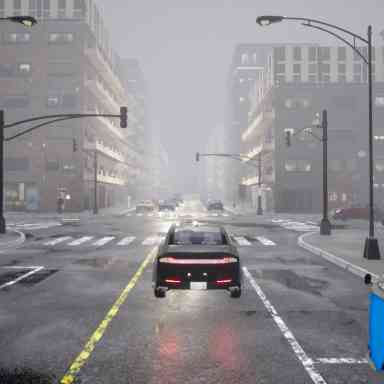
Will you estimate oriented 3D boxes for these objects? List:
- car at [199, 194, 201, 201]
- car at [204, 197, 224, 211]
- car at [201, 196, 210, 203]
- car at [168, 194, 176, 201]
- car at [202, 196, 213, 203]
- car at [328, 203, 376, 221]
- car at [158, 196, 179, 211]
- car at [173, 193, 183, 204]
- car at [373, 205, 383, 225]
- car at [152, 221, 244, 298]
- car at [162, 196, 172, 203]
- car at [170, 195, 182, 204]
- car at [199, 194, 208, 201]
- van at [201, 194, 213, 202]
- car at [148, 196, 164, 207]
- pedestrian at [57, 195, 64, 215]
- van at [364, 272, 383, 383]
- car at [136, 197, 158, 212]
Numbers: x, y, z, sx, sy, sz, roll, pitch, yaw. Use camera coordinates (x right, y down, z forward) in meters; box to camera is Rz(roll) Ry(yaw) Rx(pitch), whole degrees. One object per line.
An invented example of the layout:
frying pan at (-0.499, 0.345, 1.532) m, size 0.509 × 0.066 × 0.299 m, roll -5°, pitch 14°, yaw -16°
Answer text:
car at (2.871, 1.555, 68.328) m, size 1.752 × 1.417 × 4.829 m, roll 1°, pitch 0°, yaw 0°
car at (2.801, 1.581, 39.946) m, size 1.947 × 1.339 × 4.313 m, roll 1°, pitch 0°, yaw 0°
car at (2.884, 1.614, 73.801) m, size 1.802 × 1.307 × 4.206 m, roll 1°, pitch 0°, yaw 0°
car at (-5.453, 1.483, 90.750) m, size 1.967 × 1.590 × 4.097 m, roll 1°, pitch 0°, yaw 0°
car at (2.815, 1.569, 45.588) m, size 2.008 × 1.369 × 4.403 m, roll 1°, pitch 0°, yaw 0°
car at (13.711, 1.609, 28.104) m, size 4.097 × 1.590 × 1.967 m, roll 0°, pitch -1°, yaw 1°
car at (-3.001, 1.563, 40.944) m, size 2.033 × 1.411 × 5.357 m, roll 0°, pitch 0°, yaw 0°
car at (-2.875, 1.245, 65.473) m, size 2.150 × 2.045 × 5.566 m, roll 0°, pitch 1°, yaw 1°
car at (13.587, 1.583, 19.723) m, size 4.313 × 1.339 × 1.947 m, roll 0°, pitch -1°, yaw 1°
car at (0.122, 1.494, 8.488) m, size 2.128 × 1.511 × 4.902 m, roll 0°, pitch 0°, yaw 0°
car at (-5.495, 1.577, 73.822) m, size 1.887 × 1.381 × 4.507 m, roll 1°, pitch 0°, yaw 0°
car at (-2.969, 1.546, 50.846) m, size 1.812 × 1.442 × 4.674 m, roll 0°, pitch 0°, yaw 0°
car at (2.916, 1.355, 85.086) m, size 2.192 × 1.841 × 5.009 m, roll 1°, pitch 0°, yaw 0°
van at (2.846, 1.364, 56.873) m, size 1.690 × 1.788 × 3.998 m, roll 1°, pitch 0°, yaw 0°
car at (-5.549, 1.461, 51.252) m, size 1.967 × 1.590 × 4.097 m, roll 1°, pitch 0°, yaw 0°
pedestrian at (-12.462, 1.218, 31.425) m, size 0.375 × 1.860 × 0.375 m, roll 0°, pitch -1°, yaw 1°
van at (2.679, 1.342, 1.999) m, size 1.690 × 1.788 × 3.998 m, roll 1°, pitch 0°, yaw 0°
car at (-5.578, 1.541, 39.796) m, size 1.752 × 1.417 × 4.829 m, roll 1°, pitch 0°, yaw 0°
